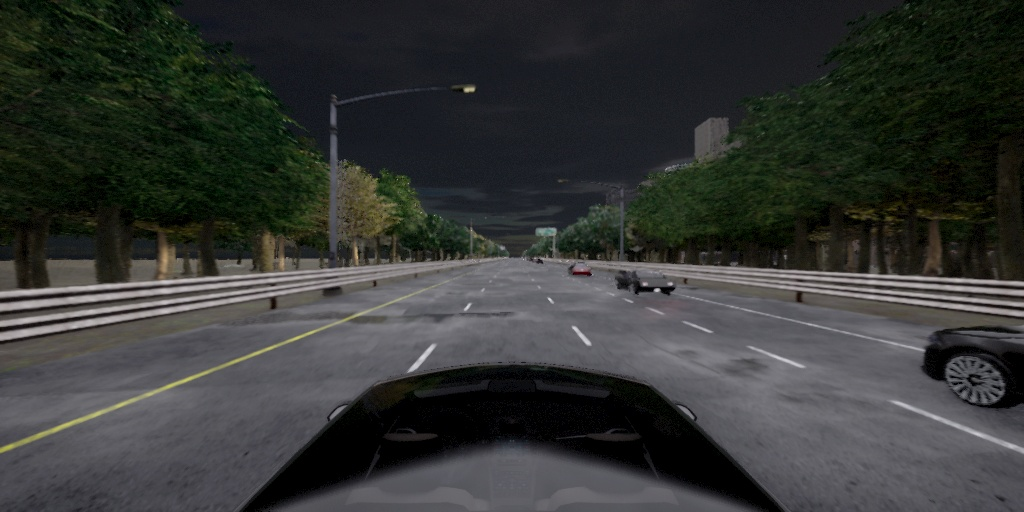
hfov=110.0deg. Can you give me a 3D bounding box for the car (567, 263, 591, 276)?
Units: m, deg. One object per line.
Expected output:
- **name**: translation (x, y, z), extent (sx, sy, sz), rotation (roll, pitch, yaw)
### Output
- **car**: translation (7.097, 1.386, 38.267), extent (1.994, 1.385, 4.181), rotation (0, 0, 0)

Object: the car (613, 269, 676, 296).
- **car**: translation (7.012, 1.381, 19.555), extent (1.895, 1.301, 4.718), rotation (0, 0, 0)

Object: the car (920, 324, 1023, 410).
- **car**: translation (6.999, 1.246, 3.266), extent (2.128, 1.511, 4.902), rotation (0, 0, 0)
